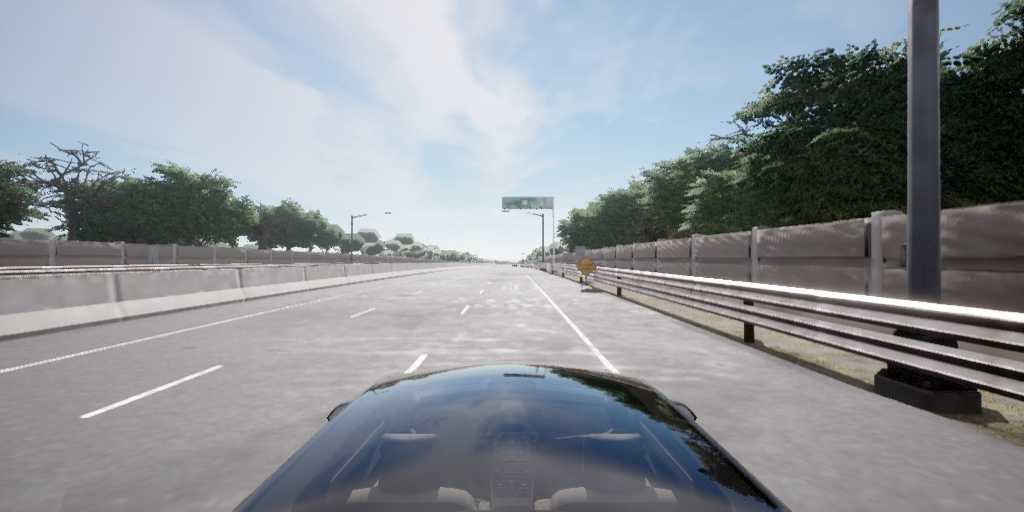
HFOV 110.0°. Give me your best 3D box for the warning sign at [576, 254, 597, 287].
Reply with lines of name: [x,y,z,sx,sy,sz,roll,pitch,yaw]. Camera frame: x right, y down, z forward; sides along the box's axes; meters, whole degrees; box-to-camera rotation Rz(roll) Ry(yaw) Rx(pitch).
warning sign: [4.550,0.937,21.907,1.300,1.860,1.060,0,0,0]
